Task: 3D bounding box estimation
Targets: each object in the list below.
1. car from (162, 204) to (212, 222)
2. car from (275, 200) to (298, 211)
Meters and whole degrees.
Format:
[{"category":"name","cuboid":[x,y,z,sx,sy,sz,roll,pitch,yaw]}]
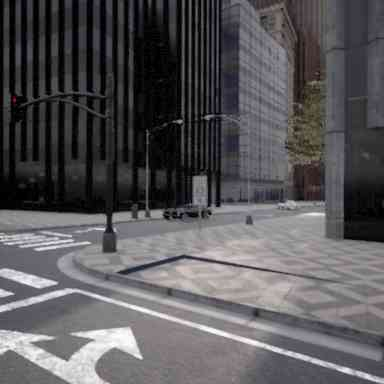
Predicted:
[{"category":"car","cuboid":[-0.339,1.667,27.203,1.895,1.301,4.718,0,0,36]},{"category":"car","cuboid":[13.147,1.821,45.960,1.812,1.442,4.674,0,-1,36]}]
